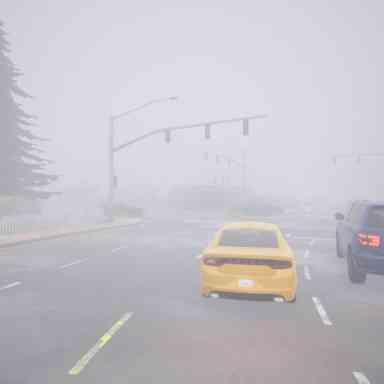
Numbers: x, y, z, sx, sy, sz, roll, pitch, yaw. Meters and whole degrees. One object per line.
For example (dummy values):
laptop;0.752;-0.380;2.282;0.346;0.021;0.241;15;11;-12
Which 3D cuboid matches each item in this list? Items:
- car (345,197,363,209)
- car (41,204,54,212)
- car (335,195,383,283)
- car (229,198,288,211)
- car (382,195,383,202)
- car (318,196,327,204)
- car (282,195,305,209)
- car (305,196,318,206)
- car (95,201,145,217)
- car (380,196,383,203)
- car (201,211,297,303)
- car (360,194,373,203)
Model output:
car;23.259;1.523;47.690;1.812;1.442;4.674;0;0;31
car;-18.034;1.580;39.318;4.674;1.442;1.812;1;0;31
car;5.436;1.221;9.406;2.150;2.045;5.566;0;0;19
car;6.062;1.517;31.473;5.008;1.535;1.882;0;1;4
car;45.735;1.474;78.024;1.882;1.535;5.008;0;0;31
car;24.090;1.489;62.737;2.128;1.511;4.902;0;0;32
car;13.260;1.545;45.125;2.033;1.411;5.357;0;0;31
car;18.602;1.523;53.868;1.812;1.442;4.674;0;0;32
car;-6.844;1.655;32.362;4.718;1.301;1.895;0;0;32
car;40.376;1.537;69.235;2.033;1.411;5.357;0;0;31
car;1.475;1.477;8.368;1.882;1.535;5.008;0;0;12
car;36.116;1.352;68.967;2.097;1.767;4.553;0;0;31
